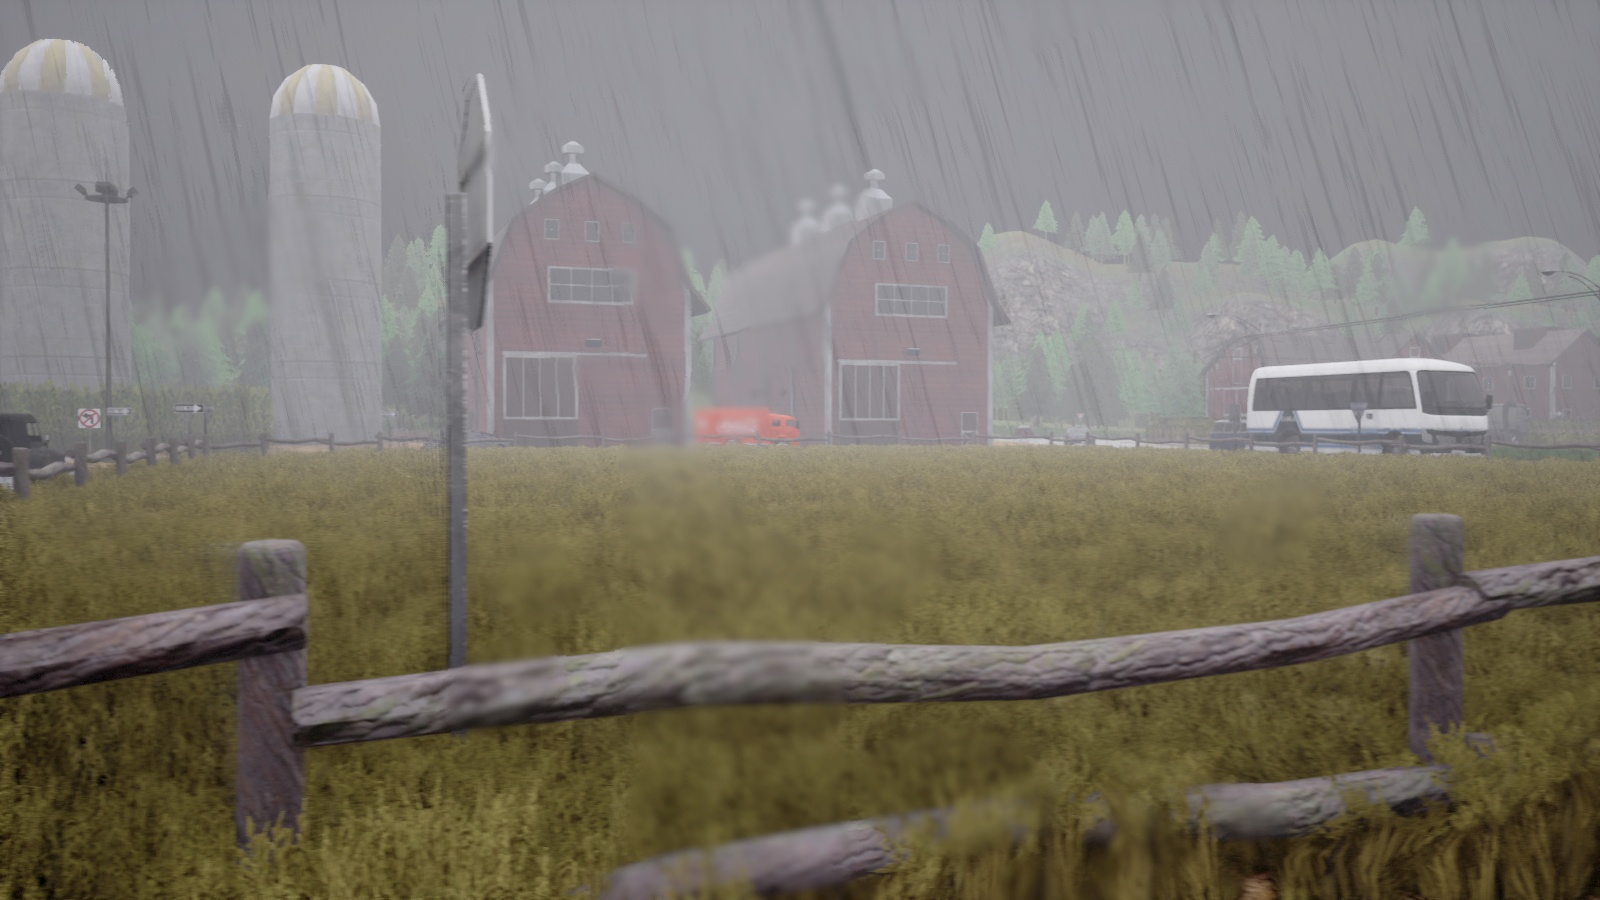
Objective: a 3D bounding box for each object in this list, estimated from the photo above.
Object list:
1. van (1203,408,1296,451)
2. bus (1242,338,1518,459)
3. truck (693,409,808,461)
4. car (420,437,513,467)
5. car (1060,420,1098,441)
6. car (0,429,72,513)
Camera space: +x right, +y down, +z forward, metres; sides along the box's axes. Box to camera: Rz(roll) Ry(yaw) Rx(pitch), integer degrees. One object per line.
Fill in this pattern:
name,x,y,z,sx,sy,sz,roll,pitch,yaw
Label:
van,21.954,-0.993,61.531,1.775,1.987,4.442,-2,1,-21
bus,22.555,-1.904,49.811,3.944,4.253,10.273,-1,1,-19
truck,-2.545,-0.796,64.210,5.204,2.467,2.627,-2,1,-24
car,-16.441,0.079,61.874,4.181,1.385,1.994,-2,1,-23
car,21.340,-1.528,96.129,2.163,1.488,4.792,-1,1,5
car,-18.829,0.469,29.906,1.905,1.878,3.866,-2,1,-20
